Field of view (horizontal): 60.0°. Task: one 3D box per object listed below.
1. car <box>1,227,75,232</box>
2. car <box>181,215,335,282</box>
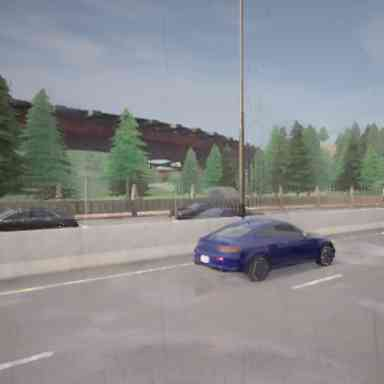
[{"bbox_3d":[-7.914,1.497,15.541,4.892,1.490,1.837,0,0,-35],"label":"car"},{"bbox_3d":[2.193,1.495,9.629,4.674,1.442,1.812,0,0,-36],"label":"car"}]
